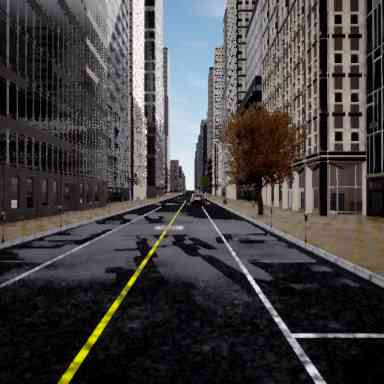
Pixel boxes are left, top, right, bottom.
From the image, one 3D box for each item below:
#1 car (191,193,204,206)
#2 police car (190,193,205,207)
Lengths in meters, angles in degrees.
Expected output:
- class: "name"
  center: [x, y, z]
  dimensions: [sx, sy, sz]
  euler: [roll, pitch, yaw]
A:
- class: "car"
  center: [0.897, 1.251, 58.778]
  dimensions: [2.150, 2.045, 5.566]
  euler: [0, 0, 0]
- class: "police car"
  center: [0.900, 1.404, 48.859]
  dimensions: [1.930, 1.638, 5.238]
  euler: [0, 0, 0]
